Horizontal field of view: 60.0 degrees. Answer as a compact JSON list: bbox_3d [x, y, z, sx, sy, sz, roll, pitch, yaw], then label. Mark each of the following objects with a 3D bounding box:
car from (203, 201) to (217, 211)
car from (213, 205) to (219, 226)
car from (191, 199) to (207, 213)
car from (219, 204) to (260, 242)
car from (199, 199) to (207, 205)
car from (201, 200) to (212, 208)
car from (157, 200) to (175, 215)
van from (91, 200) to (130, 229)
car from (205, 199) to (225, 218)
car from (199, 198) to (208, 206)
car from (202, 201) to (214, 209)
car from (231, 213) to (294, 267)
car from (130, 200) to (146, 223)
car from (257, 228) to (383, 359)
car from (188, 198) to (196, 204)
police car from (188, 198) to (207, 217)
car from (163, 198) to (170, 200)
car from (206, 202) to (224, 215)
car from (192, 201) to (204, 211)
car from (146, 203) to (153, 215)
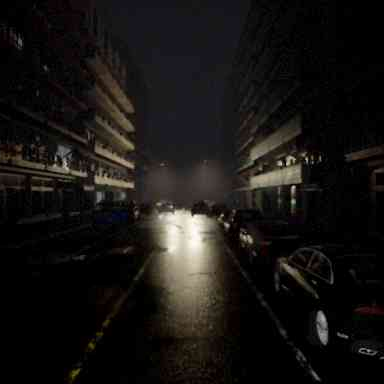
[{"bbox_3d":[2.713,2.120,51.367,1.887,1.381,4.507,0,-1,0],"label":"car"},{"bbox_3d":[2.701,1.818,23.062,1.802,1.307,4.206,0,-1,0],"label":"car"},{"bbox_3d":[0.922,1.861,45.981,2.097,1.767,4.553,0,-1,0],"label":"car"},{"bbox_3d":[2.699,1.617,17.400,1.967,1.590,4.097,0,-1,0],"label":"car"},{"bbox_3d":[2.728,2.576,85.334,2.008,1.369,4.403,0,-1,0],"label":"car"},{"bbox_3d":[2.717,2.244,62.860,1.752,1.417,4.829,0,-1,0],"label":"car"},{"bbox_3d":[-3.075,2.000,41.257,2.033,1.411,5.357,0,-1,0],"label":"car"},{"bbox_3d":[-5.679,1.578,23.090,1.690,1.788,3.998,0,-1,0],"label":"van"},{"bbox_3d":[2.705,1.808,34.382,1.967,1.590,4.097,0,-1,0],"label":"car"},{"bbox_3d":[2.724,2.260,79.675,2.192,1.841,5.009,0,-1,0],"label":"car"},{"bbox_3d":[2.715,2.189,57.032,1.887,1.381,4.507,0,-1,0],"label":"car"},{"bbox_3d":[2.696,1.663,11.739,1.887,1.381,4.507,0,-1,0],"label":"car"},{"bbox_3d":[-5.678,1.617,28.750,2.192,1.841,5.009,0,-1,0],"label":"car"},{"bbox_3d":[2.694,1.613,6.077,2.008,1.369,4.403,0,-1,0],"label":"car"},{"bbox_3d":[0.042,2.429,87.133,2.128,1.511,4.902,0,-1,0],"label":"car"},{"bbox_3d":[0.818,1.815,36.101,1.930,1.638,5.238,0,-1,-2],"label":"police car"},{"bbox_3d":[-5.663,2.240,62.547,1.752,1.417,4.829,0,-1,0],"label":"car"},{"bbox_3d":[2.708,1.965,40.213,1.752,1.417,4.829,0,-1,0],"label":"car"},{"bbox_3d":[0.860,2.109,52.004,1.812,1.442,4.674,0,-1,0],"label":"car"},{"bbox_3d":[-5.672,1.983,40.070,1.887,1.381,4.507,0,-1,0],"label":"car"}]
